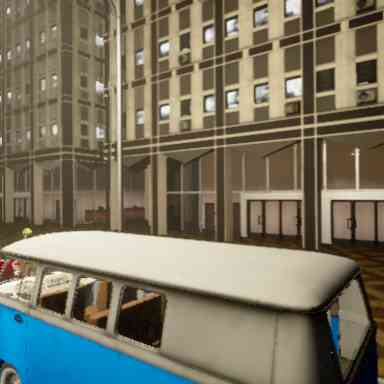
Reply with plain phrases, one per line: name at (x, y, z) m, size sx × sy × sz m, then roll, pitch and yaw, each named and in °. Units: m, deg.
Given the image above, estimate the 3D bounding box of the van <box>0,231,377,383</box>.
van at (-0.422, 1.356, 3.181) m, size 3.998 × 1.788 × 1.690 m, roll 0°, pitch 0°, yaw 36°
